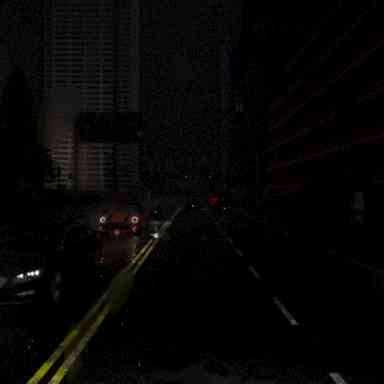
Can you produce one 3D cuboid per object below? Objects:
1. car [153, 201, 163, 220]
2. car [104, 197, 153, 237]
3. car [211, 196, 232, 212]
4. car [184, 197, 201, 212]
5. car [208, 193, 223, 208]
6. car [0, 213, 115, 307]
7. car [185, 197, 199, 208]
[{"bbox_3d":[-3.500,1.527,28.074,1.812,1.442,4.674,0,0,0],"label":"car"},{"bbox_3d":[-3.570,1.353,18.095,2.097,1.767,4.553,0,0,0],"label":"car"},{"bbox_3d":[3.500,1.504,38.009,1.837,1.490,4.892,0,0,0],"label":"car"},{"bbox_3d":[0.103,1.564,39.689,1.994,1.385,4.181,0,0,0],"label":"car"},{"bbox_3d":[3.502,1.222,48.053,2.150,2.045,5.566,0,0,0],"label":"car"},{"bbox_3d":[-3.595,1.492,8.171,2.128,1.511,4.902,0,0,0],"label":"car"},{"bbox_3d":[0.003,1.507,49.010,1.837,1.490,4.892,0,0,0],"label":"car"}]
